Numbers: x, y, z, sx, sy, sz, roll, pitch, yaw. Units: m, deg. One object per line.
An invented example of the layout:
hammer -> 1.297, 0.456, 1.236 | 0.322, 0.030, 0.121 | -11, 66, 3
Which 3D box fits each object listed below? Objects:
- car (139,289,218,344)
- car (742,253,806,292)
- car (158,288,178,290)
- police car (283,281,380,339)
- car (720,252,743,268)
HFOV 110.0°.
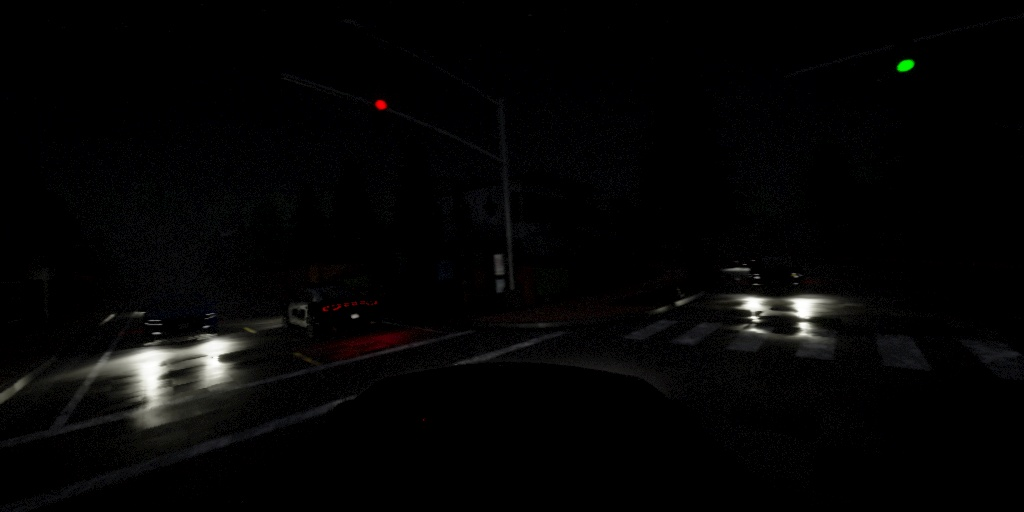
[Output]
car -> -12.610, 2.181, 13.599 | 1.882, 1.535, 5.008 | -3, -1, -45
car -> 11.801, 0.652, 16.072 | 1.882, 1.535, 5.008 | -4, -1, 37
car -> -27.808, 3.345, 28.989 | 1.882, 1.535, 5.008 | -3, -1, -44
police car -> -6.495, 1.728, 12.533 | 1.930, 1.638, 5.238 | -3, -1, -45
car -> 21.518, 0.353, 34.475 | 2.033, 1.411, 5.357 | -4, -1, 17
